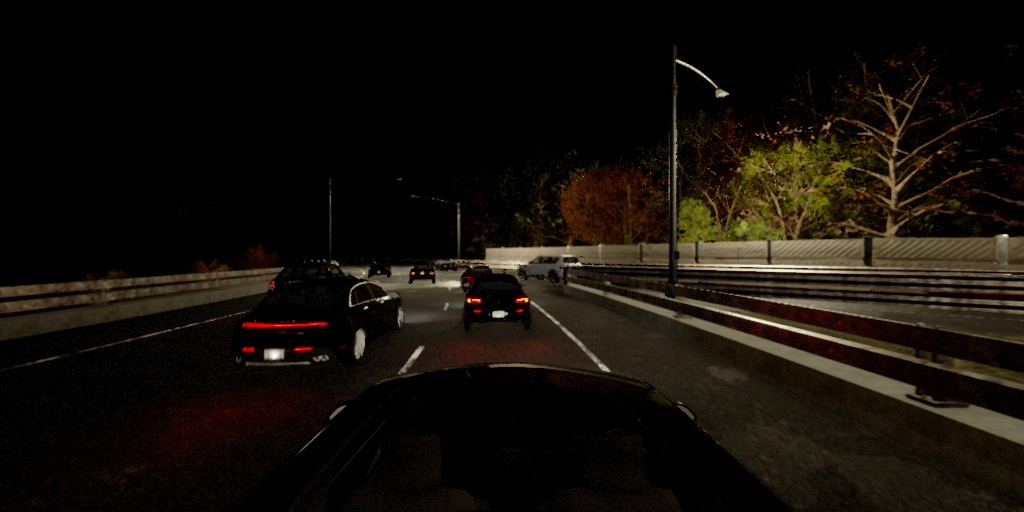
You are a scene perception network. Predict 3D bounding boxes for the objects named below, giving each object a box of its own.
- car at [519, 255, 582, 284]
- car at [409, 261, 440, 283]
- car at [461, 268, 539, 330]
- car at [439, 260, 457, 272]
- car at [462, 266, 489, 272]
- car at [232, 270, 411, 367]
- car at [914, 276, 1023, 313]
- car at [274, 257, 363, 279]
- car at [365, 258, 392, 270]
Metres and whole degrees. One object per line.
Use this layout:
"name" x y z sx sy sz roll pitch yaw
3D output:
"car" 2.696 0.937 26.689 2.150 2.045 5.566 0 0 -38
"car" -6.757 1.228 26.987 2.033 1.411 5.357 0 0 -14
"car" -0.502 1.250 10.995 1.812 1.442 4.674 0 0 -5
"car" -8.285 1.182 43.773 2.033 1.411 5.357 0 0 -28
"car" -1.892 1.262 20.607 1.994 1.385 4.181 0 0 -10
"car" -3.784 1.241 7.920 1.837 1.490 4.892 0 0 -3
"car" 16.949 1.302 11.953 4.718 1.301 1.895 0 0 41
"car" -8.000 1.072 14.843 2.097 1.767 4.553 0 0 -8
"car" -12.209 1.197 33.229 1.812 1.442 4.674 0 0 -17
